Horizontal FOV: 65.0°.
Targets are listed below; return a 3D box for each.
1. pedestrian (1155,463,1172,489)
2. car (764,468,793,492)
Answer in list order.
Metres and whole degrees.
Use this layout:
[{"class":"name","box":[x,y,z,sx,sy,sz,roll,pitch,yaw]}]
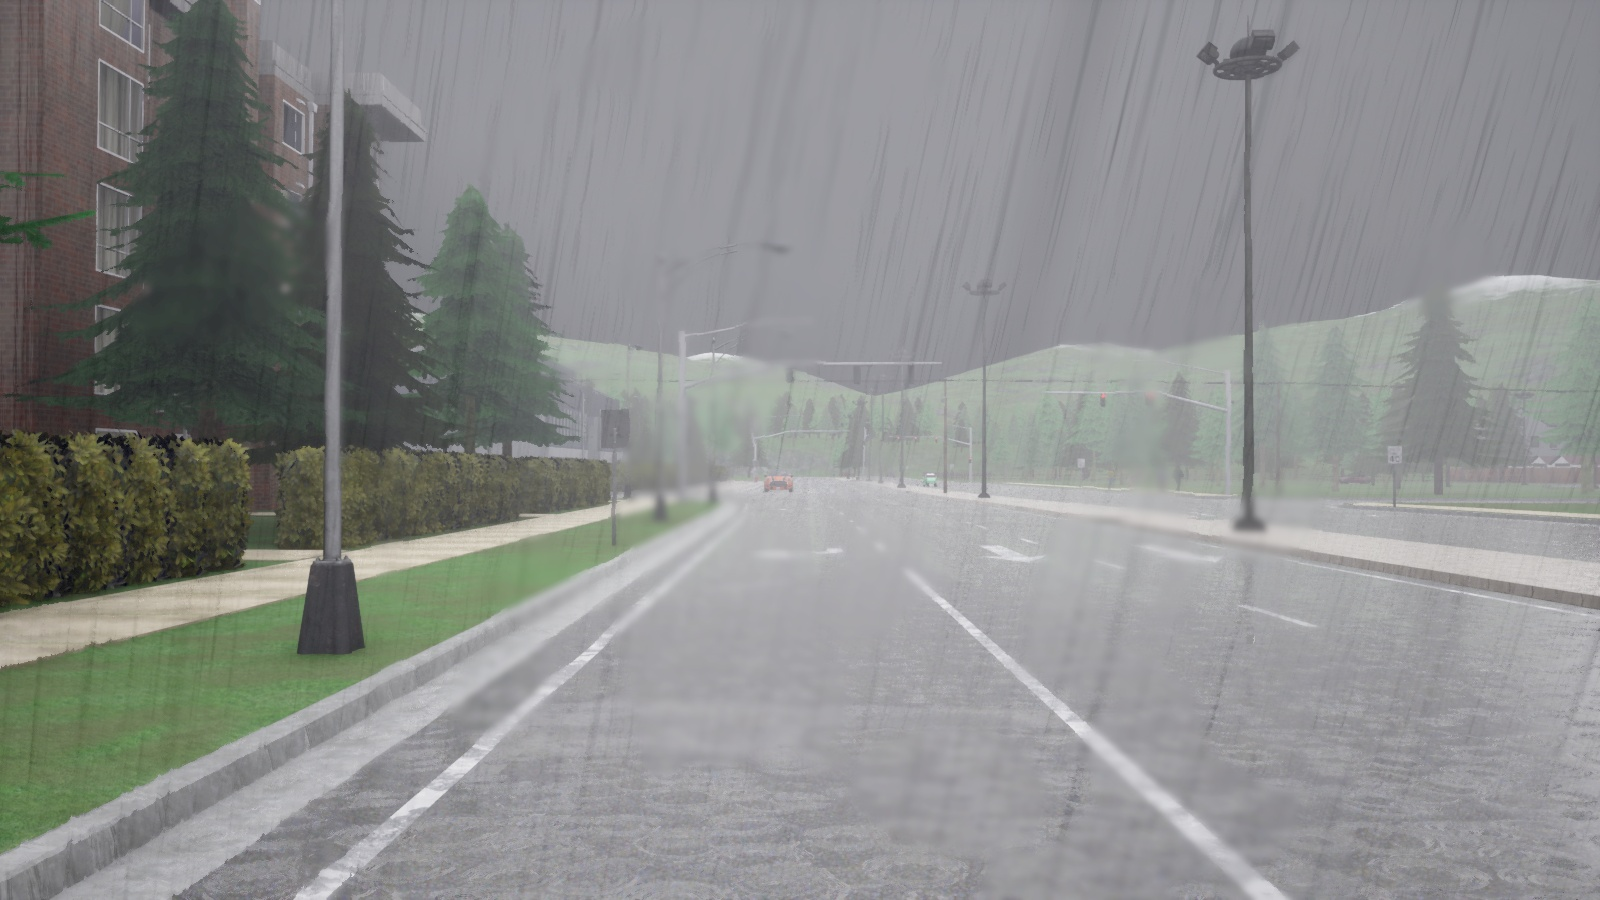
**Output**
[{"class":"pedestrian","box":[25.398,1.821,87.704,0.874,1.855,0.900,0,-1,0]},{"class":"car","box":[-1.571,2.254,94.034,2.097,1.767,4.553,0,-1,0]}]
